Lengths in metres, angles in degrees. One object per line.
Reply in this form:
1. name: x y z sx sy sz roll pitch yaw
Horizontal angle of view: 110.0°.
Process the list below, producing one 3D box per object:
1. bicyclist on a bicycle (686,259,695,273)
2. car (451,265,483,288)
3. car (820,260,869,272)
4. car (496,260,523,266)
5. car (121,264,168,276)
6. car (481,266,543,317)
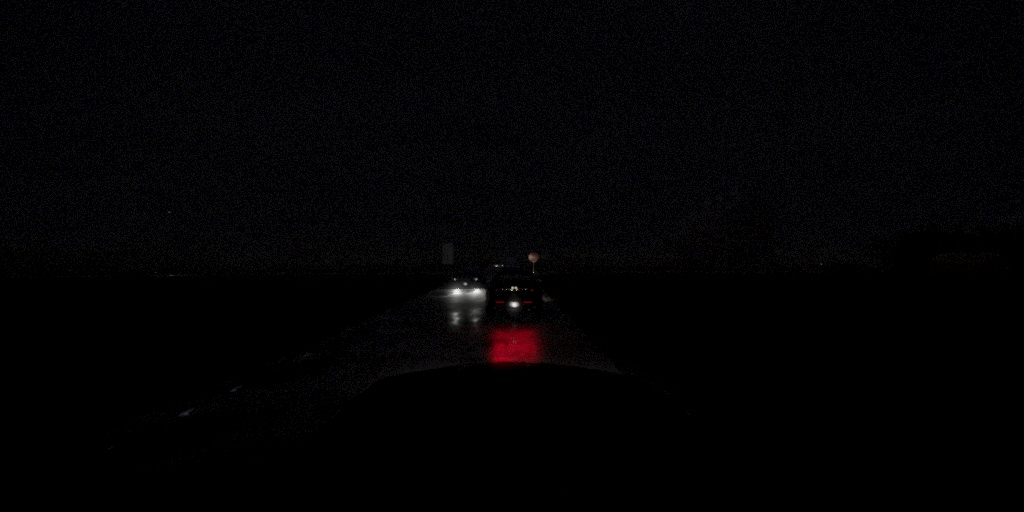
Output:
1. bicyclist on a bicycle: 19.959 1.131 40.144 0.582 1.620 1.656 0 0 0
2. car: -2.815 1.317 24.449 2.033 1.411 5.357 0 0 0
3. car: 40.177 1.189 43.360 4.902 1.511 2.128 0 -1 0
4. car: 0.080 1.263 26.279 2.128 1.511 4.902 0 0 0
5. car: -43.883 1.665 42.901 4.181 1.385 1.994 -1 -1 0
6. car: 0.084 1.260 13.221 1.837 1.490 4.892 0 -1 0
